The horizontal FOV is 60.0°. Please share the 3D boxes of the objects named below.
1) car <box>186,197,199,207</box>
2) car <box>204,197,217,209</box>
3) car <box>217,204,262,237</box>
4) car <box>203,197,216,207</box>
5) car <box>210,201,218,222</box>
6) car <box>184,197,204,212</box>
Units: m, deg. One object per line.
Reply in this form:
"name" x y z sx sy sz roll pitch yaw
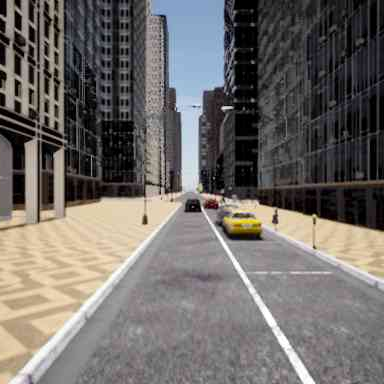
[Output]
"car" 0.092 1.537 52.108 1.994 1.385 4.181 0 0 1
"car" 2.567 1.523 45.388 1.887 1.381 4.507 0 0 0
"car" 2.566 1.520 17.802 1.752 1.417 4.829 0 0 0
"car" 2.567 1.499 51.110 1.752 1.417 4.829 0 0 0
"car" 2.566 1.543 23.183 2.008 1.369 4.403 0 0 0
"car" 0.101 1.460 38.954 1.882 1.535 5.008 0 0 0
